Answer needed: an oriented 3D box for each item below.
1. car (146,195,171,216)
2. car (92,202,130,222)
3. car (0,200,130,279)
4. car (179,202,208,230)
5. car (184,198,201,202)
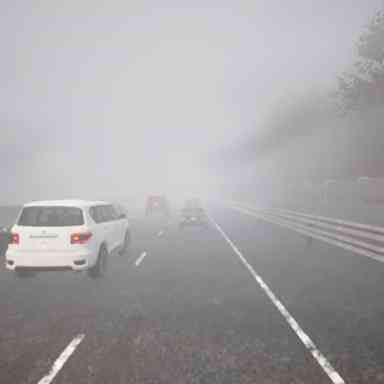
[{"bbox_3d":[-3.425,1.363,34.195,2.150,2.045,5.566,0,0,0],"label":"car"},{"bbox_3d":[-6.922,1.666,29.015,2.033,1.411,5.357,0,0,0],"label":"car"},{"bbox_3d":[-3.410,1.260,10.327,2.150,2.045,5.566,0,0,0],"label":"car"},{"bbox_3d":[0.089,1.635,22.008,2.033,1.411,5.357,0,0,0],"label":"car"},{"bbox_3d":[0.074,1.525,40.997,2.097,1.767,4.553,0,0,0],"label":"car"}]
